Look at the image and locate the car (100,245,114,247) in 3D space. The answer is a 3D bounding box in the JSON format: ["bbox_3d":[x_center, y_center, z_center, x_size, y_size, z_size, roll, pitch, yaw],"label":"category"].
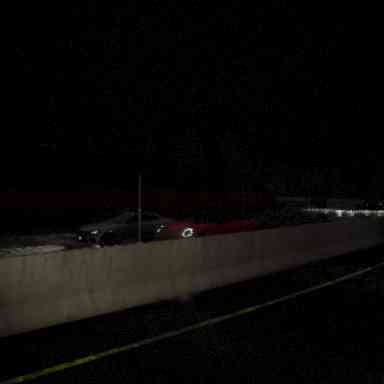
[{"bbox_3d":[-2.731,1.586,14.898,4.674,1.442,1.812,0,0,-41],"label":"car"}]

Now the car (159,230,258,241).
[{"bbox_3d":[0.734,1.417,13.310,4.553,1.767,2.097,0,0,-41],"label":"car"}]
